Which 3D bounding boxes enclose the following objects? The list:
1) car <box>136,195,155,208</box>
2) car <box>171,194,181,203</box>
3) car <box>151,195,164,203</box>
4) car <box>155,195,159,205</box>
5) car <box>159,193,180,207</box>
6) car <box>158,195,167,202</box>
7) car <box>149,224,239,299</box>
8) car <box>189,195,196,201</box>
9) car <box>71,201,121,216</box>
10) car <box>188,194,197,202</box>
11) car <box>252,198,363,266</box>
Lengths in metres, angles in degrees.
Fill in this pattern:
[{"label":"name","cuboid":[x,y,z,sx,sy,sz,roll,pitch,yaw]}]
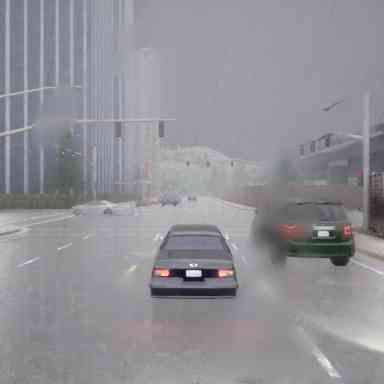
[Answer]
[{"label":"car","cuboid":[-7.067,1.504,48.902,1.837,1.490,4.892,0,0,0]},{"label":"car","cuboid":[-3.464,1.355,72.558,2.097,1.767,4.553,0,0,0]},{"label":"car","cuboid":[-6.979,1.491,68.031,2.128,1.511,4.902,0,0,0]},{"label":"car","cuboid":[-7.050,1.352,58.094,2.097,1.767,4.553,0,0,0]},{"label":"car","cuboid":[-3.561,1.221,52.829,2.150,2.045,5.566,0,0,0]},{"label":"car","cuboid":[-6.961,1.516,78.269,1.812,1.442,4.674,0,0,0]},{"label":"car","cuboid":[0.059,1.547,8.642,2.033,1.411,5.357,0,0,1]},{"label":"car","cuboid":[0.045,1.500,88.905,1.837,1.490,4.892,0,0,0]},{"label":"car","cuboid":[-9.247,1.559,32.187,4.674,1.442,1.812,0,0,0]},{"label":"car","cuboid":[0.039,1.355,78.660,2.097,1.767,4.553,0,0,0]},{"label":"car","cuboid":[3.577,1.221,11.674,2.150,2.045,5.566,0,0,1]}]
